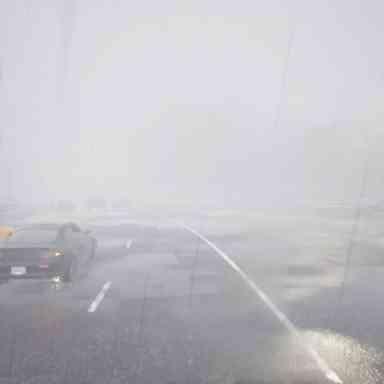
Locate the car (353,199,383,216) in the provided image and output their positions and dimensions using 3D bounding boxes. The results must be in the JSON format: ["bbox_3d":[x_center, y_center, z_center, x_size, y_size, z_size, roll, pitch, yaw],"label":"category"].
[{"bbox_3d":[17.450,1.406,30.627,4.674,1.442,1.812,0,0,13],"label":"car"}]

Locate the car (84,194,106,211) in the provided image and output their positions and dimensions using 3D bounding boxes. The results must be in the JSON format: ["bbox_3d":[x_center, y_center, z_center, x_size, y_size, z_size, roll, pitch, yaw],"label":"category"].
[{"bbox_3d":[-12.721,1.312,43.594,2.150,2.045,5.566,0,0,-26],"label":"car"}]

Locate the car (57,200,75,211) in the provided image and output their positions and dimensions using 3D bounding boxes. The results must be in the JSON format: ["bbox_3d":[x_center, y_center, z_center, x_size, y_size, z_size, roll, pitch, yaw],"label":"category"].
[{"bbox_3d":[-16.425,1.679,43.241,1.994,1.385,4.181,0,0,-26],"label":"car"}]

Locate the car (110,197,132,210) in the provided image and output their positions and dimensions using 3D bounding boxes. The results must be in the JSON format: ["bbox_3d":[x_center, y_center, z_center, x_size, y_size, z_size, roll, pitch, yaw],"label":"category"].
[{"bbox_3d":[-9.785,1.420,45.566,2.097,1.767,4.553,0,0,-26],"label":"car"}]

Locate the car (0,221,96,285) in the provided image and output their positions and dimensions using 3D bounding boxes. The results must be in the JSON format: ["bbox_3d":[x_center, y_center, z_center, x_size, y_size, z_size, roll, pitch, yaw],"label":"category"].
[{"bbox_3d":[-4.018,1.554,9.570,1.812,1.442,4.674,0,0,-6],"label":"car"}]
